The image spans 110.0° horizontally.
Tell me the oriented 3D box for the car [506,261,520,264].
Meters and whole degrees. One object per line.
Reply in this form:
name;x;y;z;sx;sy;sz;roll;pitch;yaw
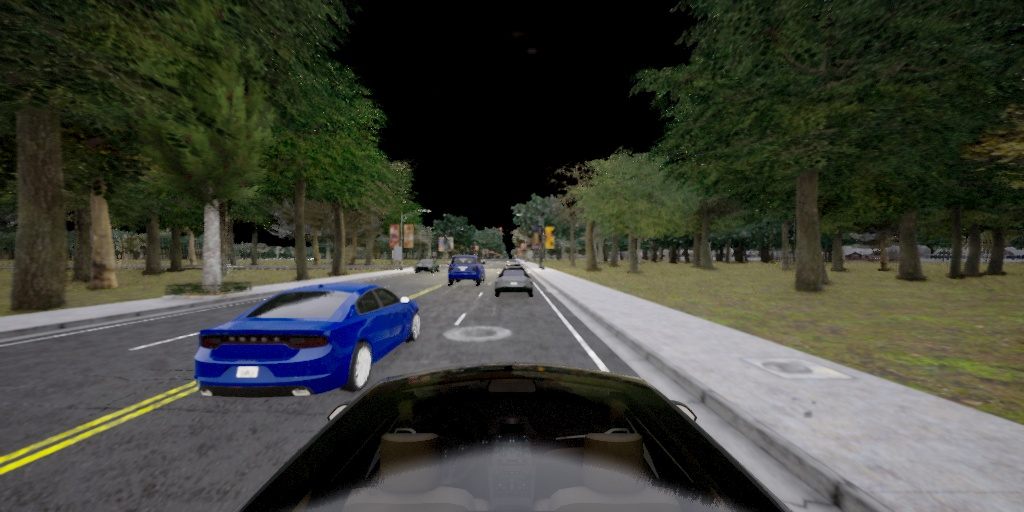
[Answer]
car;0.096;1.241;36.655;2.128;1.511;4.902;0;0;0

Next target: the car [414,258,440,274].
car;-9.776;1.107;41.511;2.097;1.767;4.553;0;0;0

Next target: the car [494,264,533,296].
car;0.098;1.312;19.415;1.994;1.385;4.181;0;0;0

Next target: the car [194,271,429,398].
car;-3.149;1.229;6.743;1.882;1.535;5.008;0;0;0

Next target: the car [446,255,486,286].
car;-3.153;0.972;25.598;2.150;2.045;5.566;0;0;0
